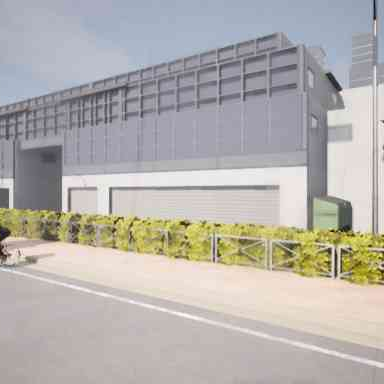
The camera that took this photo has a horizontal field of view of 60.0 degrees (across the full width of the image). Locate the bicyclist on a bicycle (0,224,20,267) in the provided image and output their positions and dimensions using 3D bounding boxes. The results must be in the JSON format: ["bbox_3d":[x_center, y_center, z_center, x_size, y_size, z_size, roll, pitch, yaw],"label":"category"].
[{"bbox_3d":[-5.680,1.416,9.418,0.582,1.620,1.656,0,0,34],"label":"bicyclist on a bicycle"}]
